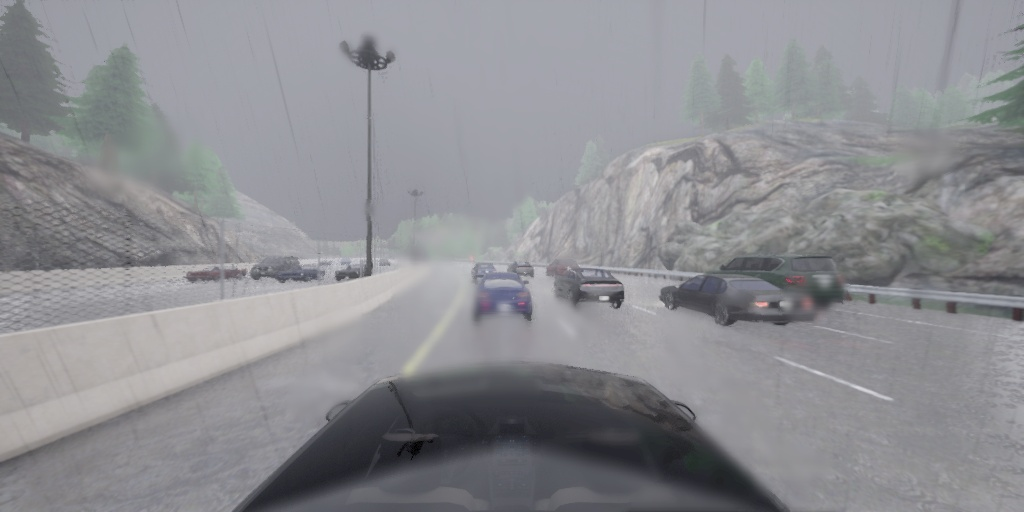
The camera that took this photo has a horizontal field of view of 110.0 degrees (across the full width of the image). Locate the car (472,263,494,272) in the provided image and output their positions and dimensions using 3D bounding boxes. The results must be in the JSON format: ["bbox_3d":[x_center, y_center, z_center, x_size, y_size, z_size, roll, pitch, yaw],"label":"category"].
[{"bbox_3d":[-2.393,1.304,30.806,2.033,1.411,5.357,0,0,-9],"label":"car"}]

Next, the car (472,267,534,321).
[{"bbox_3d":[-0.349,1.277,12.340,1.812,1.442,4.674,0,0,-3],"label":"car"}]

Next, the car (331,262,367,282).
[{"bbox_3d":[-13.087,1.382,29.838,1.895,1.301,4.718,0,0,-10],"label":"car"}]

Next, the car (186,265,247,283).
[{"bbox_3d":[-23.538,1.405,28.732,1.895,1.301,4.718,0,0,-10],"label":"car"}]

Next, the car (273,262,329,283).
[{"bbox_3d":[-16.334,1.389,28.072,1.895,1.301,4.718,0,0,-9],"label":"car"}]

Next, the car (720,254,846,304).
[{"bbox_3d":[10.059,0.950,14.436,2.150,2.045,5.566,0,0,-4],"label":"car"}]

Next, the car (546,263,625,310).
[{"bbox_3d":[2.996,1.236,14.696,2.128,1.511,4.902,0,0,-4],"label":"car"}]

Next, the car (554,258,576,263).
[{"bbox_3d":[4.483,1.093,31.785,2.097,1.767,4.553,0,0,-9],"label":"car"}]

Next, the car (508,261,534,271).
[{"bbox_3d":[0.745,1.241,32.999,2.128,1.511,4.902,0,0,-9],"label":"car"}]

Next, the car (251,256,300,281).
[{"bbox_3d":[-20.470,1.018,31.440,2.150,2.045,5.566,0,0,-11],"label":"car"}]

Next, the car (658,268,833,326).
[{"bbox_3d":[6.750,1.283,11.533,2.033,1.411,5.357,0,0,-3],"label":"car"}]
